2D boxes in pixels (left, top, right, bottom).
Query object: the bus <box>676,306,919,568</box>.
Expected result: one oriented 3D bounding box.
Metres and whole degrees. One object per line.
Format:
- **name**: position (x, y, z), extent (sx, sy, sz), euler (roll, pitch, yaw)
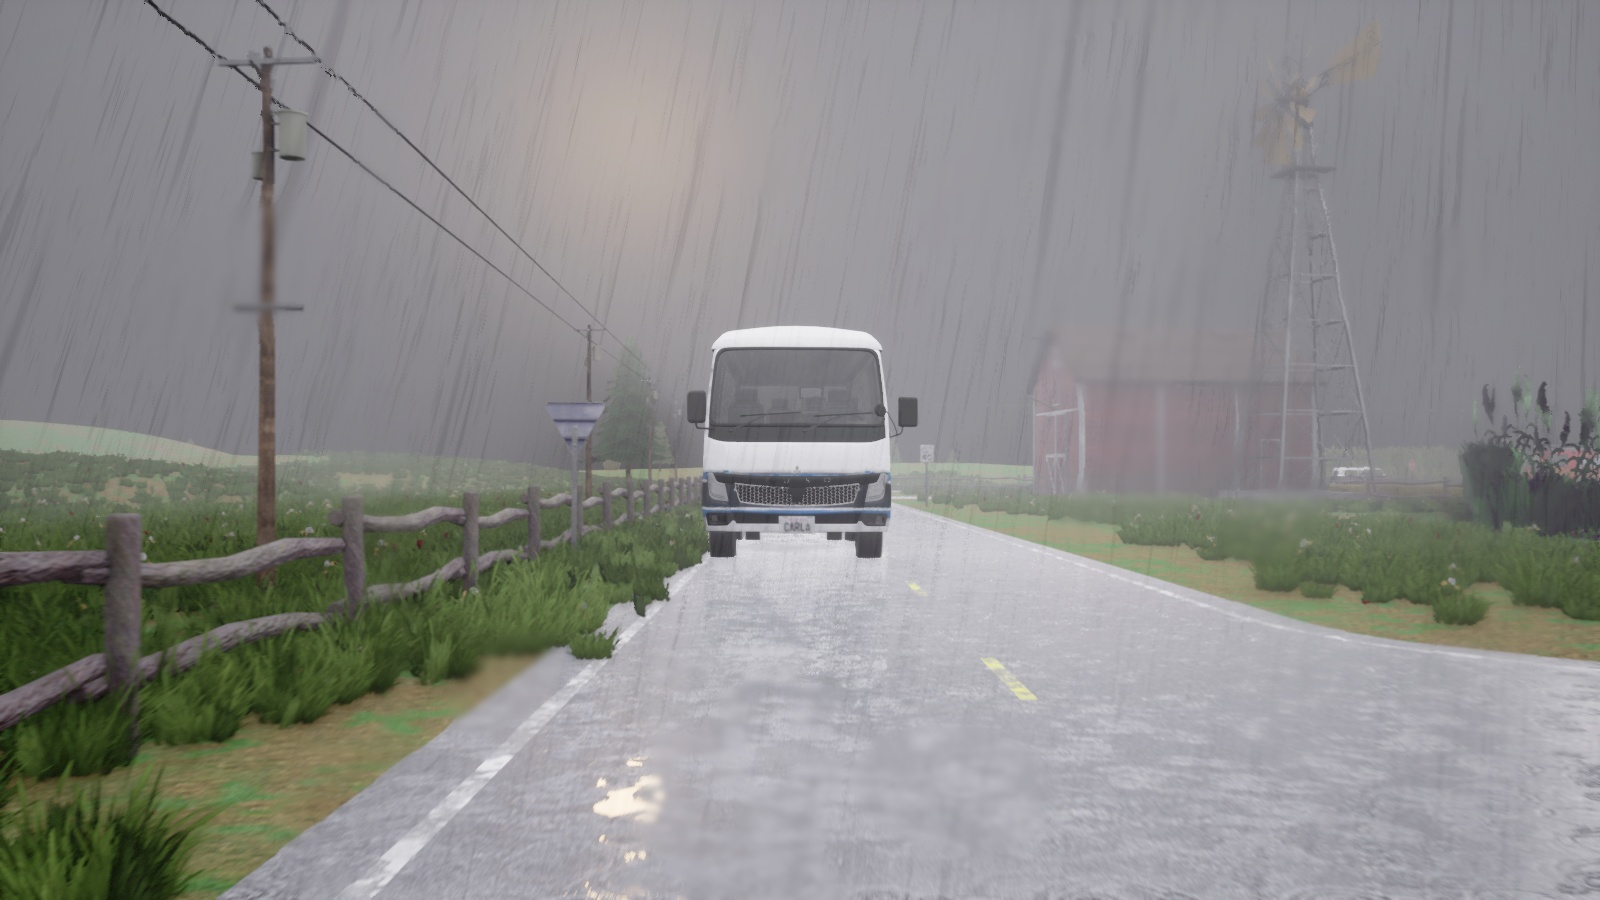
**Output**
- **bus**: position (-0.100, -0.133, 25.574), extent (3.944, 4.253, 10.273), euler (0, -1, -1)
